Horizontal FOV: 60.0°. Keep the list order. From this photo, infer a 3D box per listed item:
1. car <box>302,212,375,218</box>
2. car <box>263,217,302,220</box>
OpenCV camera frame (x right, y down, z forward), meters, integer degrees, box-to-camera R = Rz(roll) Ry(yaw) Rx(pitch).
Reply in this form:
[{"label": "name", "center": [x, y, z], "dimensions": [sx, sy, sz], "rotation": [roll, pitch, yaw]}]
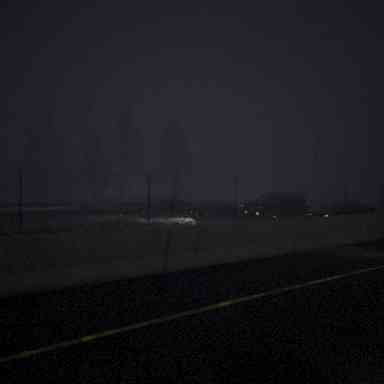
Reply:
[{"label": "car", "center": [10.447, 1.406, 22.981], "dimensions": [5.357, 1.411, 2.033], "rotation": [0, 1, -29]}, {"label": "car", "center": [6.153, 1.029, 24.540], "dimensions": [5.566, 2.045, 2.150], "rotation": [0, 1, -30]}]
